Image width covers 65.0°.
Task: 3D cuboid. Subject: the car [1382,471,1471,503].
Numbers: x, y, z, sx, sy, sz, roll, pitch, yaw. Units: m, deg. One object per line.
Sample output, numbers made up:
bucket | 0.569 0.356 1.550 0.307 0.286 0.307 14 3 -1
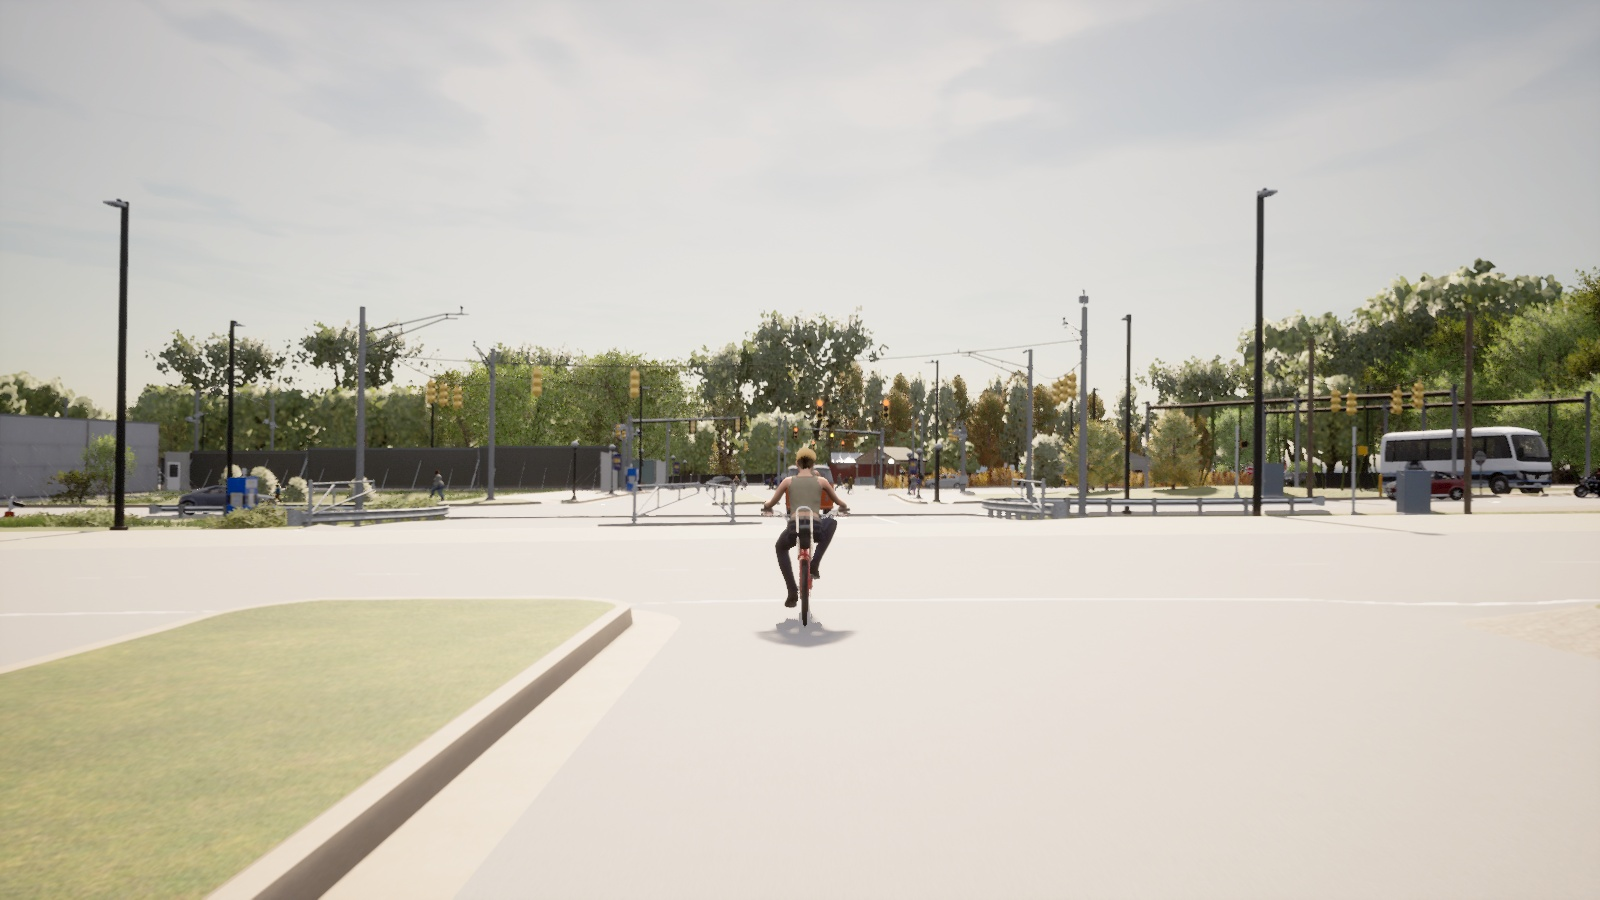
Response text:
car | 32.455 1.898 65.155 3.705 1.549 1.789 -1 0 -1

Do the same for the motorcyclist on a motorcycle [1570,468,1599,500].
motorcyclist on a motorcycle | 41.380 1.741 65.126 2.350 1.649 0.766 -1 -1 2

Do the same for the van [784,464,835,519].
van | 0.330 1.526 48.107 1.775 1.987 4.442 0 0 -2

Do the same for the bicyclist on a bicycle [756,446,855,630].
bicyclist on a bicycle | 0.062 0.784 11.758 0.866 1.612 1.509 0 -1 1

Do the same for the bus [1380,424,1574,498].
bus | 41.986 0.842 78.473 3.944 4.253 10.273 1 -2 -25

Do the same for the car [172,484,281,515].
car | -26.695 2.281 58.570 4.181 1.385 1.994 0 0 0

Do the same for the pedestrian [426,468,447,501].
pedestrian | -20.698 1.943 71.473 0.900 1.855 0.874 1 0 2
